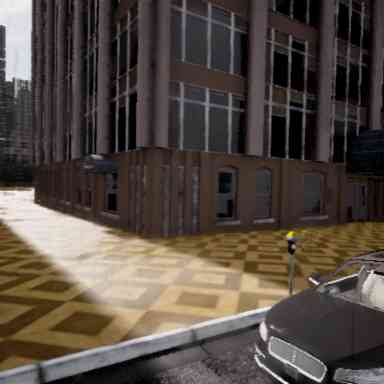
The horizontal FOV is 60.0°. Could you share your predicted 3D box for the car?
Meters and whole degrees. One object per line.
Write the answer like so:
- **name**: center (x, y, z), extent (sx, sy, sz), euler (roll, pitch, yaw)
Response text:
- **car**: center (2.790, 1.516, 4.379), extent (4.403, 1.369, 2.008), euler (1, 1, -33)
